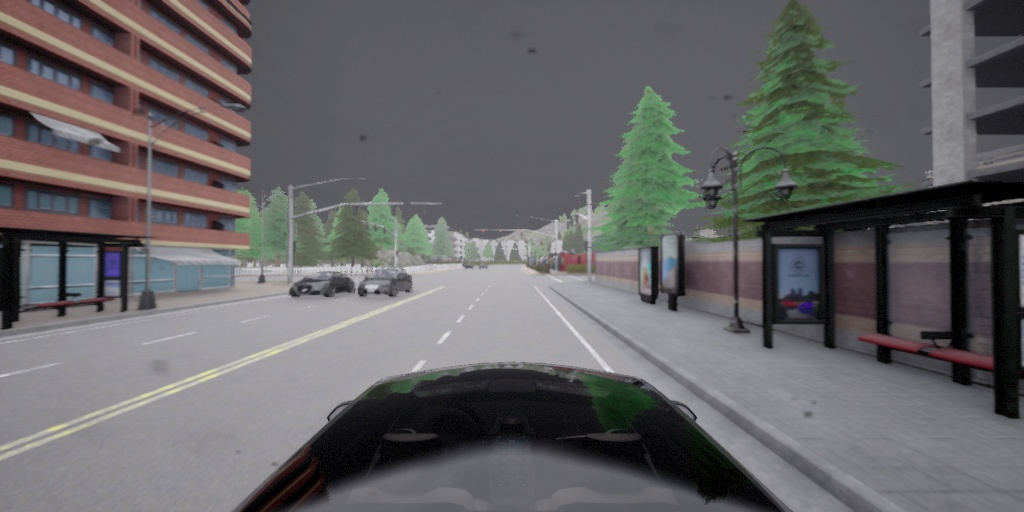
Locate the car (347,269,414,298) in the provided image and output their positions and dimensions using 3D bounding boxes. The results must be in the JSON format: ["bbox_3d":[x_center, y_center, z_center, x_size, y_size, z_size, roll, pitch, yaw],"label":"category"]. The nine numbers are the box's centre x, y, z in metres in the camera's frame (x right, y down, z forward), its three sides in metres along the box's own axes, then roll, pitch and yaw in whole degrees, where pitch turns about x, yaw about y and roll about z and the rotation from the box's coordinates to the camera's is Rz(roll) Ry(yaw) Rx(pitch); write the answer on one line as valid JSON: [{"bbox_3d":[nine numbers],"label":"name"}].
[{"bbox_3d":[-7.035,1.504,20.393,2.128,1.511,4.902,0,-1,1],"label":"car"}]

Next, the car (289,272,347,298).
[{"bbox_3d":[-10.537,1.575,20.218,1.994,1.385,4.181,0,-1,1],"label":"car"}]
